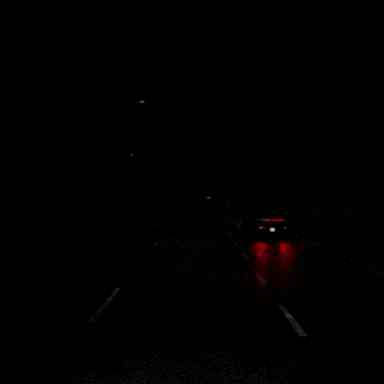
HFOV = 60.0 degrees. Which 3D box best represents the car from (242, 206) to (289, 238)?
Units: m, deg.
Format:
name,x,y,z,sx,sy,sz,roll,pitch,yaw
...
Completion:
name,x,y,z,sx,sy,sz,roll,pitch,yaw
car,3.807,1.520,17.835,2.128,1.511,4.902,0,0,1
